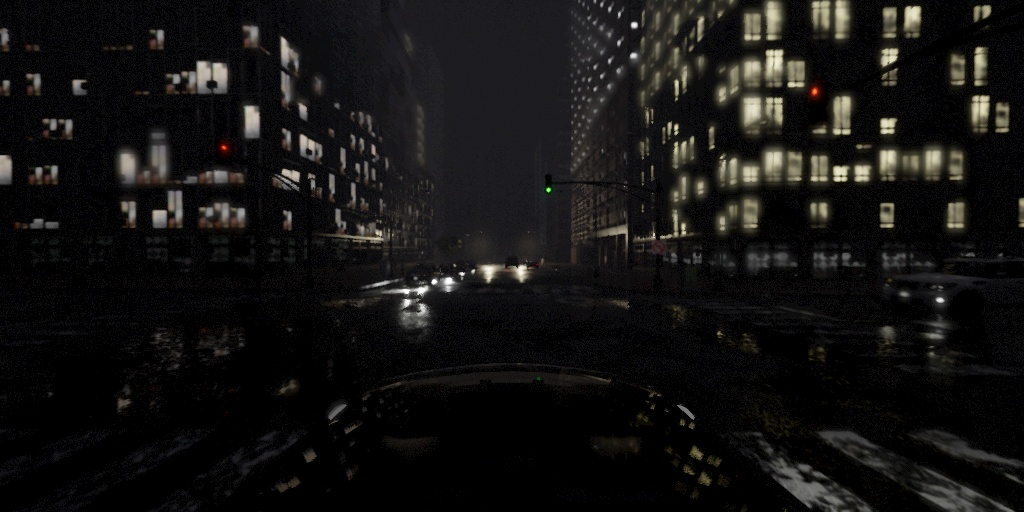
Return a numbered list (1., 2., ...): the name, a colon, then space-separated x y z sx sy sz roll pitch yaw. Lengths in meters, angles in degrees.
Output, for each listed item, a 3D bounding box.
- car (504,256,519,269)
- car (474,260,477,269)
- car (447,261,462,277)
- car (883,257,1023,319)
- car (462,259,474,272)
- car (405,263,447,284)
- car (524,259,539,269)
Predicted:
1. car: -0.010 1.007 57.582 2.150 2.045 5.566 0 0 0
2. car: -6.569 1.277 56.429 1.882 1.535 5.008 0 0 1
3. car: -6.608 1.386 36.317 1.895 1.301 4.718 0 0 0
4. car: 16.988 1.068 12.944 5.566 2.045 2.150 0 1 1
5. car: -6.603 1.340 46.088 2.033 1.411 5.357 0 0 0
6. car: -6.608 1.268 27.035 2.128 1.511 4.902 0 0 0
7. car: 3.338 1.379 58.521 1.895 1.301 4.718 0 0 0
